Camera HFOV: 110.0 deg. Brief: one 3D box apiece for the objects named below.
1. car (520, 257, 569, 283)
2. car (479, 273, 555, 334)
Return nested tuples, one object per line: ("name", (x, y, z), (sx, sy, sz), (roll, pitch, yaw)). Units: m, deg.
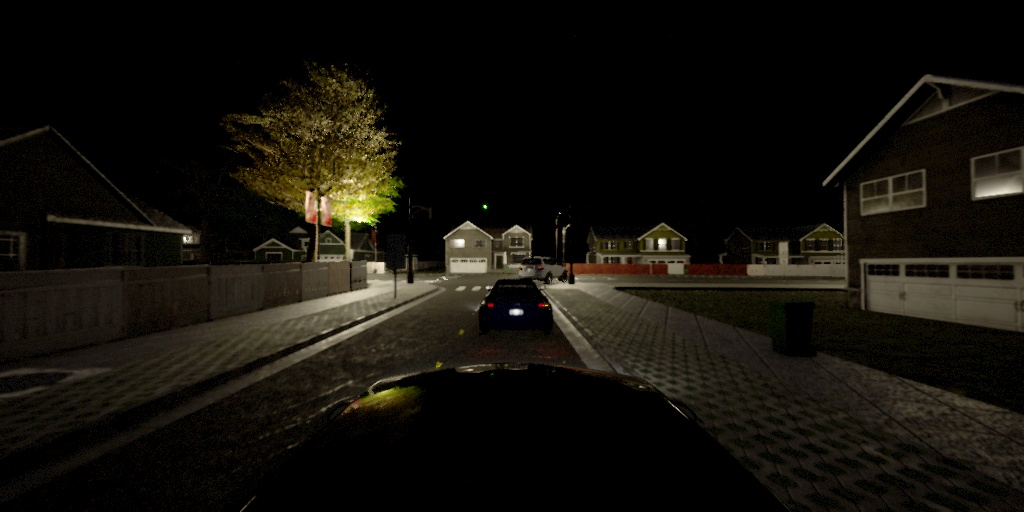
("car", (2.583, 1.123, 28.342), (2.150, 2.045, 5.566), (-2, -2, 29))
("car", (0.100, 1.386, 10.967), (1.994, 1.385, 4.181), (0, 0, 0))
